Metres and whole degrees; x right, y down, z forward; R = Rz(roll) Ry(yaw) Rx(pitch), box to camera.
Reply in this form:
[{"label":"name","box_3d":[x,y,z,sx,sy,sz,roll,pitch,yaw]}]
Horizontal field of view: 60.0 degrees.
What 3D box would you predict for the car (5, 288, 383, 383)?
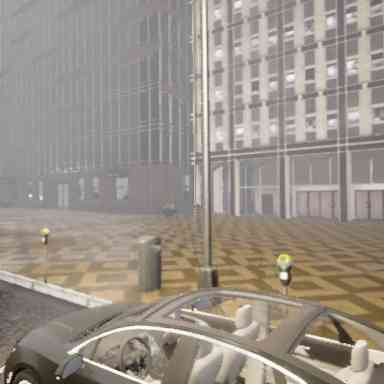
[{"label":"car","box_3d":[0.124,1.550,2.800,4.403,1.369,2.008,0,-1,36]}]
